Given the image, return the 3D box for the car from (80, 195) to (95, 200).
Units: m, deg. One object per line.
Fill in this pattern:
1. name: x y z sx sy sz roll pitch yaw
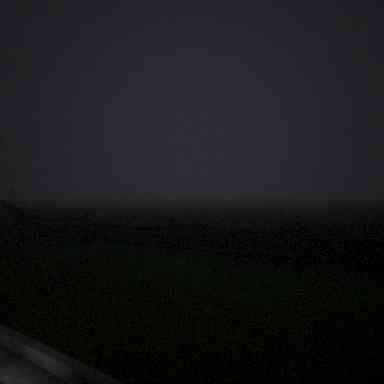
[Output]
1. car: -28.490 1.444 91.089 1.895 1.301 4.718 0 0 10

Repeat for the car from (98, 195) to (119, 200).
1. car: -19.979 1.601 79.347 1.895 1.301 4.718 0 0 10

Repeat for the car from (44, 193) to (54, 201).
1. car: -33.822 1.223 81.477 2.150 2.045 5.566 0 0 10

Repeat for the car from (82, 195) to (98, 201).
1. car: -23.502 1.473 79.543 1.882 1.535 5.008 0 0 10

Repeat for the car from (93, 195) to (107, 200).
1. car: -25.048 1.443 90.454 1.895 1.301 4.718 0 0 10

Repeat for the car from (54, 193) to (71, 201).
1. car: -30.380 1.222 80.842 2.150 2.045 5.566 0 0 10

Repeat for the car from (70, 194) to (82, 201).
1. car: -26.862 1.602 80.617 1.895 1.301 4.718 0 0 10

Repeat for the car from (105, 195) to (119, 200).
1. car: -21.606 1.442 89.820 1.895 1.301 4.718 0 0 10

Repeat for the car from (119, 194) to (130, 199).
1. car: -18.170 1.324 89.155 1.882 1.535 5.008 0 0 10
